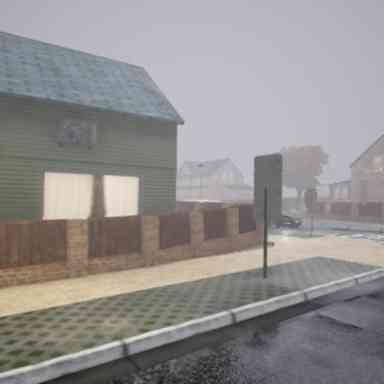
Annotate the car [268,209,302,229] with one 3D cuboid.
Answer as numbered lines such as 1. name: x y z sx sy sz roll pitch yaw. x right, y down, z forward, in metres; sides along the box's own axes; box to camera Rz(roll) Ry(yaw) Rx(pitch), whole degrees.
1. car: 4.735 1.498 21.260 1.837 1.490 4.892 2 -1 -34

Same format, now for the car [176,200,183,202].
1. car: -1.033 1.507 29.929 2.128 1.511 4.902 2 -1 -34
